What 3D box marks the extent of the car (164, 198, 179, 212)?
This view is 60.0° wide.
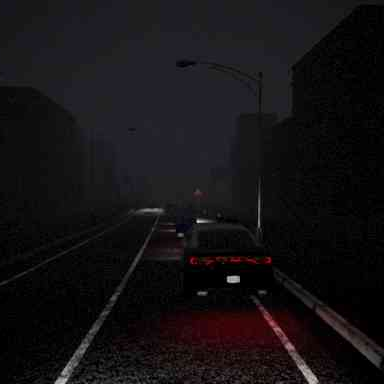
[{"bbox_3d":[-2.792,1.954,45.402,2.128,1.511,4.902,0,-1,-4],"label":"car"}]

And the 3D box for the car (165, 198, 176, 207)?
[{"bbox_3d":[-3.790,1.797,59.156,1.895,1.301,4.718,0,2,-4],"label":"car"}]

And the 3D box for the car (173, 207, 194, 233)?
[{"bbox_3d":[0.006,1.754,18.802,1.812,1.442,4.674,0,-1,-4],"label":"car"}]

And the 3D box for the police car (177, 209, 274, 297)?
[{"bbox_3d":[0.651,1.472,8.857,1.930,1.638,5.238,0,-1,-3],"label":"police car"}]

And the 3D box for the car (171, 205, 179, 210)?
[{"bbox_3d":[-0.424,1.906,24.797,1.812,1.442,4.674,0,-1,-4],"label":"car"}]

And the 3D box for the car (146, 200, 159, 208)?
[{"bbox_3d":[-6.499,1.927,54.991,1.895,1.301,4.718,0,2,-4],"label":"car"}]
